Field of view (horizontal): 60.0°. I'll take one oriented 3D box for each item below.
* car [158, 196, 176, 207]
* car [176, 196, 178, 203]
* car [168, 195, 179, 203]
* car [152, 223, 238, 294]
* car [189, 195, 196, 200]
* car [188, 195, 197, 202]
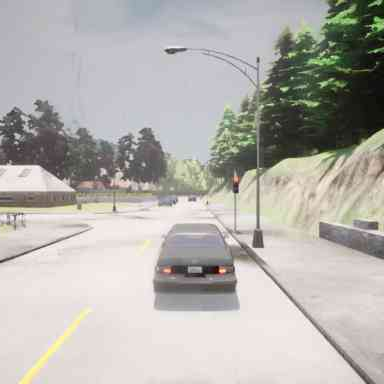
[{"bbox_3d":[-4.024,1.563,51.053,1.994,1.385,4.181,0,0,0],"label":"car"},{"bbox_3d":[-3.980,1.477,61.056,1.882,1.535,5.008,0,0,1],"label":"car"},{"bbox_3d":[-3.900,1.524,71.148,2.128,1.511,4.902,0,0,0],"label":"car"},{"bbox_3d":[0.071,1.547,8.931,2.033,1.411,5.357,0,0,0],"label":"car"},{"bbox_3d":[0.120,1.407,86.044,1.812,1.442,4.674,0,0,0],"label":"car"},{"bbox_3d":[0.106,1.515,75.684,2.128,1.511,4.902,0,0,0],"label":"car"}]
